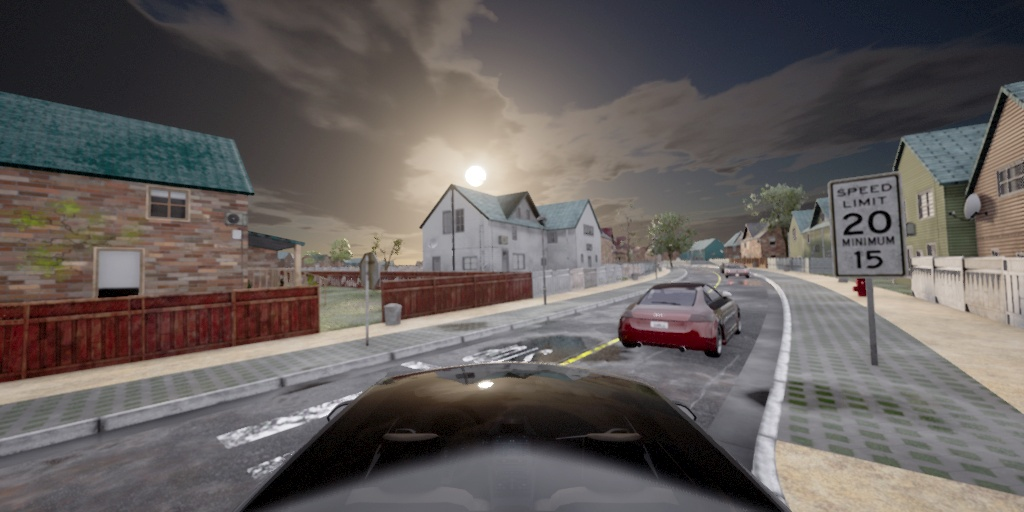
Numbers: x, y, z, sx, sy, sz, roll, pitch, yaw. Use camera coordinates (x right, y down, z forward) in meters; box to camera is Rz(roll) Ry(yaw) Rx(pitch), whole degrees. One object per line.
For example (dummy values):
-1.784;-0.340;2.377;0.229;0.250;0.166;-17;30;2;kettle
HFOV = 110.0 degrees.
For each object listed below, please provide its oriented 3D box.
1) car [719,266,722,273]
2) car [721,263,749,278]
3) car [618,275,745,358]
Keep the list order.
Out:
26.114;1.455;43.110;1.895;1.301;4.718;-3;-1;26;car
21.240;1.411;33.974;1.895;1.301;4.718;-3;-2;30;car
4.149;1.325;8.643;1.994;1.385;4.181;-3;-2;38;car
